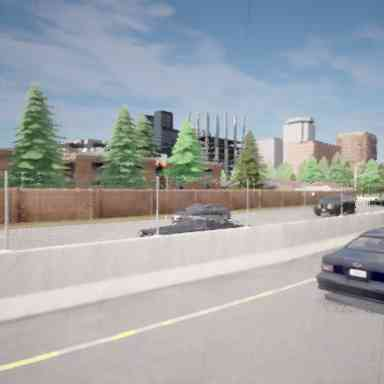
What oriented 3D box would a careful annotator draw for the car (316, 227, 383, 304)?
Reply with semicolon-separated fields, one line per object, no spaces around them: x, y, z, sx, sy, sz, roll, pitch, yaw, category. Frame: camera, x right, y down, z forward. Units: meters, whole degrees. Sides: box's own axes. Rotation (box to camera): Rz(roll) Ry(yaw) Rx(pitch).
4.983;1.548;7.789;5.357;1.411;2.033;0;0;-40;car

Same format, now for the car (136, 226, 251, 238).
0.178;1.621;13.225;4.718;1.301;1.895;0;0;-40;car

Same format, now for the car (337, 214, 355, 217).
13.466;1.237;31.071;2.150;2.045;5.566;0;0;44;car
